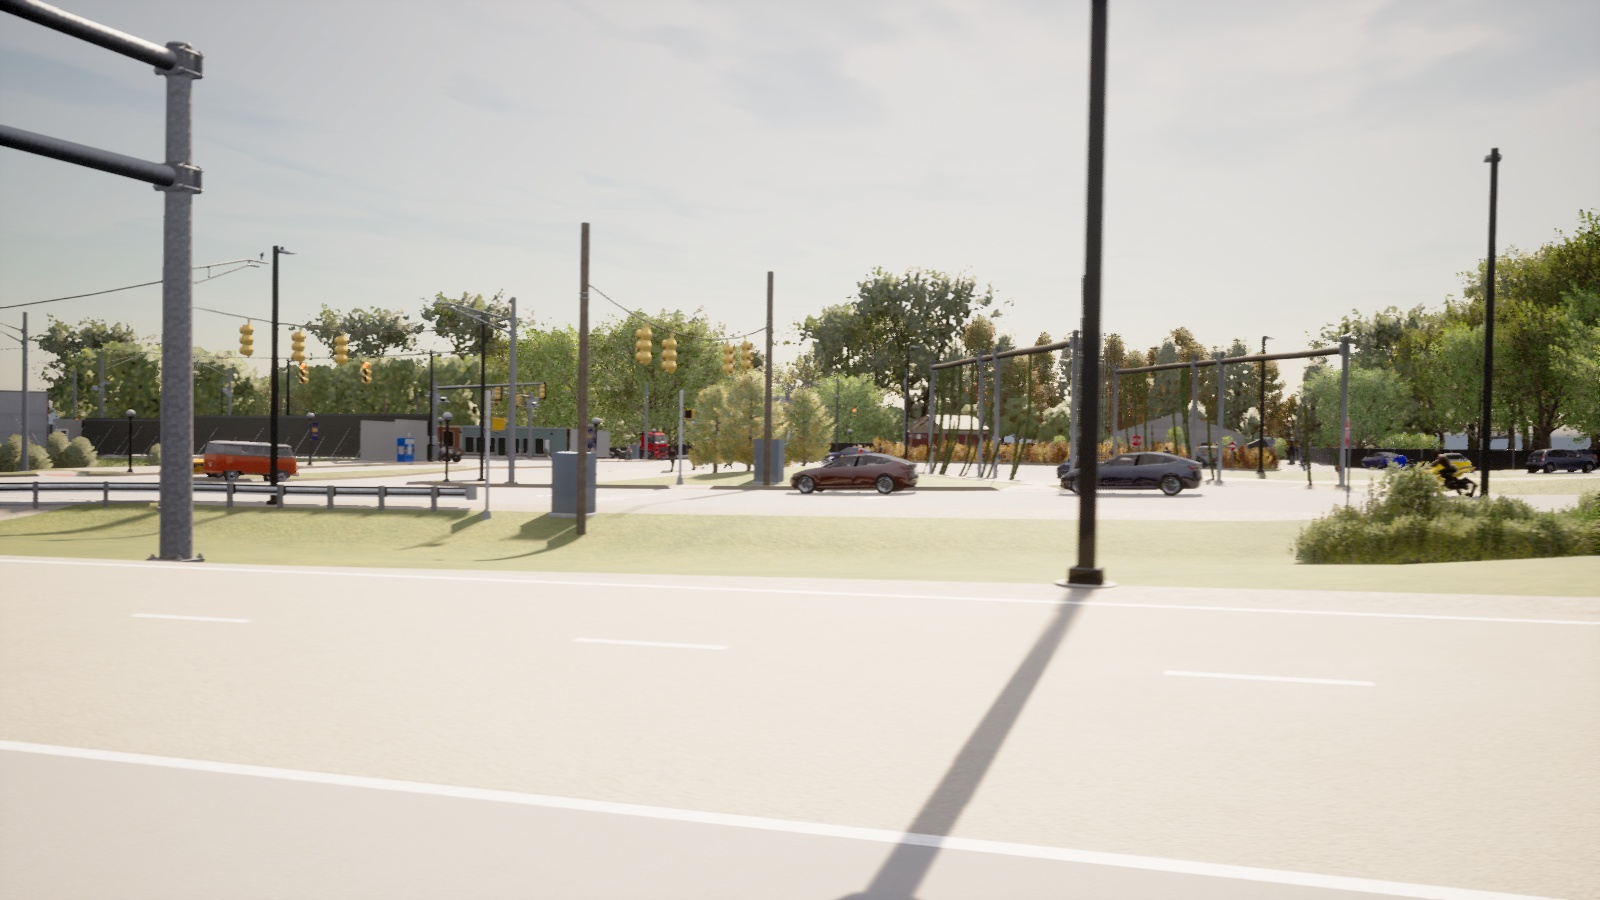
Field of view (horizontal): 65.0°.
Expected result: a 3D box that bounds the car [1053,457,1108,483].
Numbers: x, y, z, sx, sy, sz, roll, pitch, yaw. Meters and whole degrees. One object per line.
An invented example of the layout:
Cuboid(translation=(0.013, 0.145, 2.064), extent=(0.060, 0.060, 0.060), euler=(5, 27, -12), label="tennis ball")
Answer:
Cuboid(translation=(17.198, 1.206, 77.210), extent=(1.812, 1.442, 4.674), euler=(1, 0, -7), label="car")

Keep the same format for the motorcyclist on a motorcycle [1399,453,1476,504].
Cuboid(translation=(20.001, 0.881, 39.416), extent=(2.044, 1.523, 0.797), euler=(0, 1, 34), label="motorcyclist on a motorcycle")

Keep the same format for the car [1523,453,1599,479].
Cuboid(translation=(49.530, 1.038, 81.717), extent=(3.988, 1.617, 1.851), euler=(0, 1, -6), label="car")

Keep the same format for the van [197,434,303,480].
Cuboid(translation=(-27.652, 0.383, 63.246), extent=(1.775, 1.987, 4.442), euler=(2, -2, 42), label="van")

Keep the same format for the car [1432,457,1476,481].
Cuboid(translation=(40.917, 1.182, 78.596), extent=(2.207, 1.376, 1.481), euler=(1, 1, 16), label="car")

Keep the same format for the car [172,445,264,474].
Cuboid(translation=(-32.717, 0.483, 70.716), extent=(1.882, 1.535, 5.008), euler=(1, 1, 16), label="car")

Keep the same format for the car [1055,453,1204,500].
Cuboid(translation=(11.432, 0.887, 43.551), extent=(4.792, 1.488, 2.163), euler=(0, 1, 21), label="car")

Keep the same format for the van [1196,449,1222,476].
Cuboid(translation=(30.693, 0.914, 94.327), extent=(1.775, 1.987, 4.442), euler=(1, 0, 18), label="van")

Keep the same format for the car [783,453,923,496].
Cuboid(translation=(1.972, 0.876, 46.645), extent=(4.792, 1.488, 2.163), euler=(0, 1, 18), label="car")
